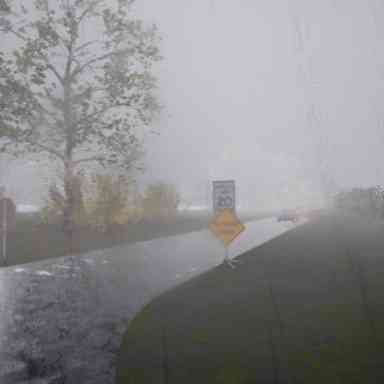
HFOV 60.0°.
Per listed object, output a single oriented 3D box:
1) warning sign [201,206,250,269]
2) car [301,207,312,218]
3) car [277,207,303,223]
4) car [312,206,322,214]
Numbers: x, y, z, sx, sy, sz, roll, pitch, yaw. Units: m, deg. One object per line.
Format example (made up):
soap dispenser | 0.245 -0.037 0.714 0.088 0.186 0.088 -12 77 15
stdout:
warning sign | 1.114 1.417 10.810 1.300 1.860 1.060 0 -1 24
car | 16.501 3.030 50.649 2.097 1.767 4.553 -1 -2 24
car | 11.372 2.832 39.296 2.033 1.411 5.357 -1 -2 25
car | 24.536 3.564 66.022 2.097 1.767 4.553 -1 -2 24
